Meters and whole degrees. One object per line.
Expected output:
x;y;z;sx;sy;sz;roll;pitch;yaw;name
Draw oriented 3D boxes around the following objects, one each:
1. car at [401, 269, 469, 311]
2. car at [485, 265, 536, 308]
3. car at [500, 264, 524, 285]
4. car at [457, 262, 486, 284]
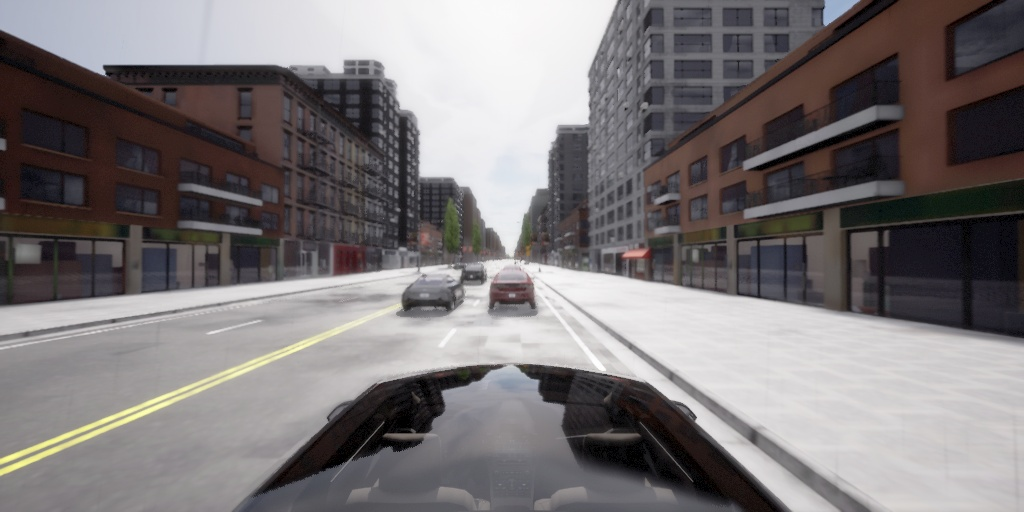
-3.229;1.451;15.331;1.994;1.385;4.181;0;0;0;car
0.031;1.372;16.109;1.882;1.535;5.008;0;0;1;car
0.031;1.520;31.083;1.882;1.535;5.008;0;0;1;car
-3.218;1.521;31.087;1.882;1.535;5.008;0;0;1;car
